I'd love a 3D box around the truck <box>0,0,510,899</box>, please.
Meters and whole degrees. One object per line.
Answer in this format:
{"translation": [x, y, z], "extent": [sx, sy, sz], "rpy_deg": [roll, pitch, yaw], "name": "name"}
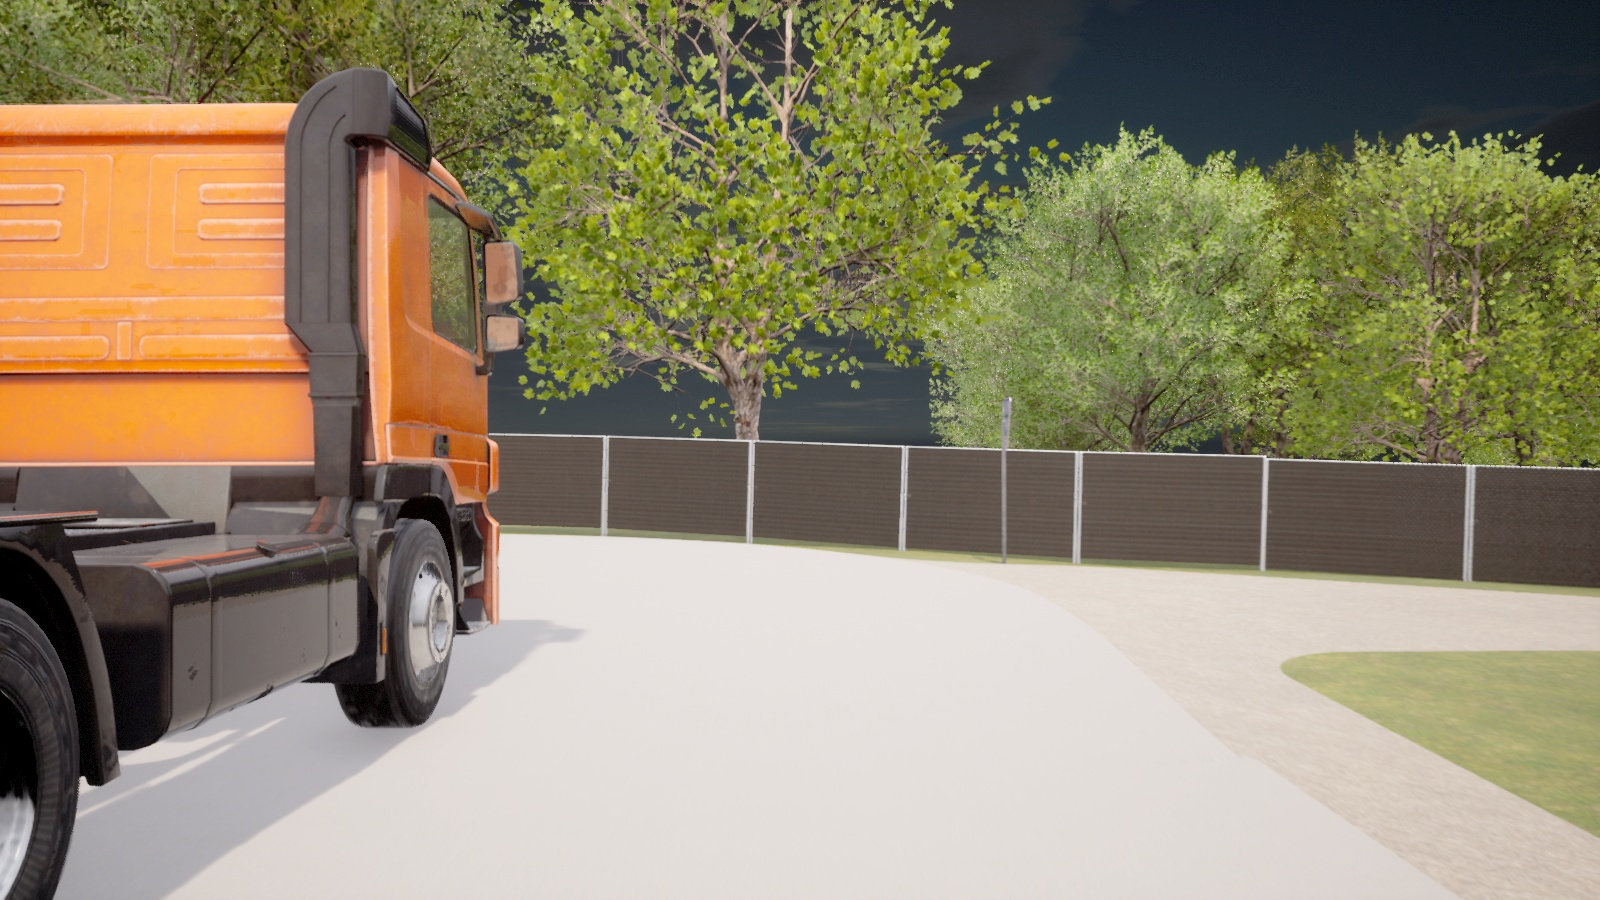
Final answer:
{"translation": [-3.458, -0.217, 4.635], "extent": [2.891, 3.462, 7.936], "rpy_deg": [0, -1, 0], "name": "truck"}
